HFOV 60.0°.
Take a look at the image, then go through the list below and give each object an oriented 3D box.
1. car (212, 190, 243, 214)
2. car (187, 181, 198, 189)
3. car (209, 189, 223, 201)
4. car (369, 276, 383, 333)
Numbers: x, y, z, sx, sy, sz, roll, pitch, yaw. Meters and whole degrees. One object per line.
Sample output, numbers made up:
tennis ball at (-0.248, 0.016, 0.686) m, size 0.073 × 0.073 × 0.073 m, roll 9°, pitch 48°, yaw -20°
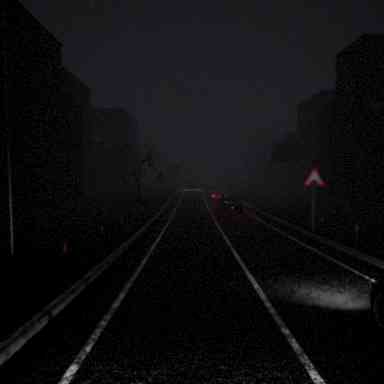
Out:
car at (3.075, 0.897, 27.626) m, size 2.128 × 1.511 × 4.902 m, roll 0°, pitch 2°, yaw 1°
car at (0.088, -1.412, 64.797) m, size 1.882 × 1.535 × 5.008 m, roll 0°, pitch 3°, yaw 0°
car at (3.072, 0.303, 40.522) m, size 1.895 × 1.301 × 4.718 m, roll 0°, pitch 4°, yaw 1°
car at (3.901, 1.526, 3.694) m, size 1.812 × 1.442 × 4.674 m, roll 0°, pitch 0°, yaw 0°
